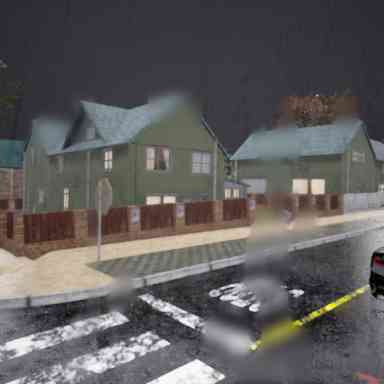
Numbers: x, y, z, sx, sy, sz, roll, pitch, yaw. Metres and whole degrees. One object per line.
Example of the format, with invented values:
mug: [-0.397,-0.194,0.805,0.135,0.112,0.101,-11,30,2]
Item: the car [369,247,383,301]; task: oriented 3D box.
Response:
car: [5.410,1.359,6.828,5.008,1.535,1.882,-1,2,-42]
